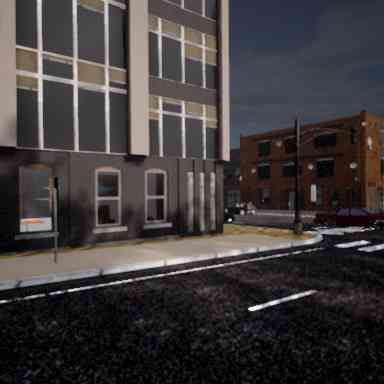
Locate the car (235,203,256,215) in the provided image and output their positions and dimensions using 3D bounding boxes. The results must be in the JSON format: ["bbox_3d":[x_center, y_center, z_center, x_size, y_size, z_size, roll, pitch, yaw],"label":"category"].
[{"bbox_3d":[5.399,1.910,38.189,2.008,1.369,4.403,-2,0,-37],"label":"car"}]

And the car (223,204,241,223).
[{"bbox_3d":[1.766,1.928,28.599,1.947,1.339,4.313,-2,0,-37],"label":"car"}]

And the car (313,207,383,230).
[{"bbox_3d":[10.746,1.667,21.706,2.033,1.411,5.357,0,-3,-43],"label":"car"}]
